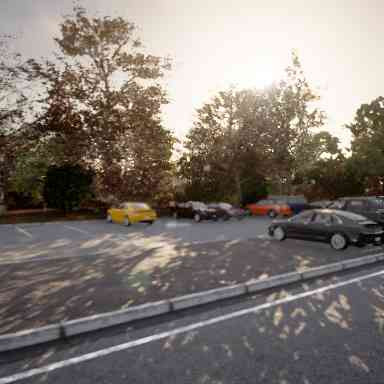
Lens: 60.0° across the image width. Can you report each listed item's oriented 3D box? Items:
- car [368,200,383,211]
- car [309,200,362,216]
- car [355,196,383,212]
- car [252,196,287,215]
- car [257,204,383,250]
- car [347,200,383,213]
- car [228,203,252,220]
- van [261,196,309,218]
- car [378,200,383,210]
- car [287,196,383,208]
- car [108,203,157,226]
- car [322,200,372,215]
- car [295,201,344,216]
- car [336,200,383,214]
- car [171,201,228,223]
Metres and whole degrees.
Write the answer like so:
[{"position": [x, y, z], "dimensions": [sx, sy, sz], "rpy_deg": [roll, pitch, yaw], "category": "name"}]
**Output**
[{"position": [27.408, 1.888, 46.060], "dimensions": [2.097, 1.535, 5.008], "rpy_deg": [1, -1, -36], "category": "car"}, {"position": [16.185, 1.716, 37.815], "dimensions": [1.946, 1.575, 5.366], "rpy_deg": [1, 0, -36], "category": "car"}, {"position": [25.157, 1.600, 44.423], "dimensions": [2.435, 2.045, 5.566], "rpy_deg": [1, 0, -36], "category": "car"}, {"position": [7.032, 1.466, 31.470], "dimensions": [2.185, 1.767, 4.553], "rpy_deg": [1, 0, -36], "category": "car"}, {"position": [5.513, 1.502, 14.359], "dimensions": [2.231, 1.521, 4.892], "rpy_deg": [0, 0, -35], "category": "car"}, {"position": [22.858, 1.847, 42.848], "dimensions": [2.163, 1.488, 4.792], "rpy_deg": [1, 0, -36], "category": "car"}, {"position": [2.477, 1.580, 28.265], "dimensions": [2.002, 1.452, 4.674], "rpy_deg": [1, 0, -35], "category": "car"}, {"position": [9.211, 1.395, 33.205], "dimensions": [1.878, 1.987, 4.442], "rpy_deg": [1, 0, -35], "category": "van"}, {"position": [29.570, 1.964, 47.609], "dimensions": [2.002, 1.452, 4.674], "rpy_deg": [1, -1, -36], "category": "car"}, {"position": [7.777, 1.267, 16.013], "dimensions": [2.435, 2.045, 5.566], "rpy_deg": [1, 0, -35], "category": "car"}, {"position": [-4.324, 1.486, 23.412], "dimensions": [2.097, 1.535, 5.008], "rpy_deg": [0, 0, -35], "category": "car"}, {"position": [18.347, 1.752, 39.581], "dimensions": [2.097, 1.535, 5.008], "rpy_deg": [1, 0, -36], "category": "car"}, {"position": [13.812, 1.726, 36.345], "dimensions": [2.002, 1.452, 4.674], "rpy_deg": [1, 0, -36], "category": "car"}, {"position": [20.626, 1.814, 41.181], "dimensions": [2.163, 1.488, 4.792], "rpy_deg": [1, 0, -36], "category": "car"}, {"position": [0.206, 1.518, 26.650], "dimensions": [2.097, 1.535, 5.008], "rpy_deg": [0, 0, -35], "category": "car"}]
